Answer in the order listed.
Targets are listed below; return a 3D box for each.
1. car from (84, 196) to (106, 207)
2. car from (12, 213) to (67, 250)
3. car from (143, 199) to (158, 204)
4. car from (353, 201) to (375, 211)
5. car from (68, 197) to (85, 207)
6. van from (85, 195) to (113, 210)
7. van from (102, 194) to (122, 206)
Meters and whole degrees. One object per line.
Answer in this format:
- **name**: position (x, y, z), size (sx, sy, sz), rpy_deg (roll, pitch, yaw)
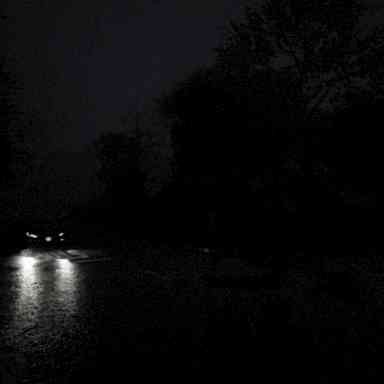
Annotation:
- **car**: position (-16.568, 1.536, 56.766), size (2.185, 1.767, 4.553), rpy_deg (0, 0, -36)
- **car**: position (-7.554, 1.822, 16.273), size (1.837, 1.490, 4.892), rpy_deg (2, -2, -35)
- **car**: position (-6.727, 1.703, 63.884), size (2.097, 1.535, 5.008), rpy_deg (1, 0, -36)
- **car**: position (23.902, 1.928, 44.825), size (1.882, 1.535, 5.008), rpy_deg (2, -1, -34)
- **car**: position (-19.065, 1.671, 55.241), size (1.946, 1.575, 5.366), rpy_deg (0, 0, -36)
- **van**: position (-12.401, 1.452, 44.839), size (1.878, 1.987, 4.442), rpy_deg (0, 0, -36)
- **van**: position (-14.051, 1.435, 58.467), size (1.878, 1.987, 4.442), rpy_deg (0, 0, -36)
